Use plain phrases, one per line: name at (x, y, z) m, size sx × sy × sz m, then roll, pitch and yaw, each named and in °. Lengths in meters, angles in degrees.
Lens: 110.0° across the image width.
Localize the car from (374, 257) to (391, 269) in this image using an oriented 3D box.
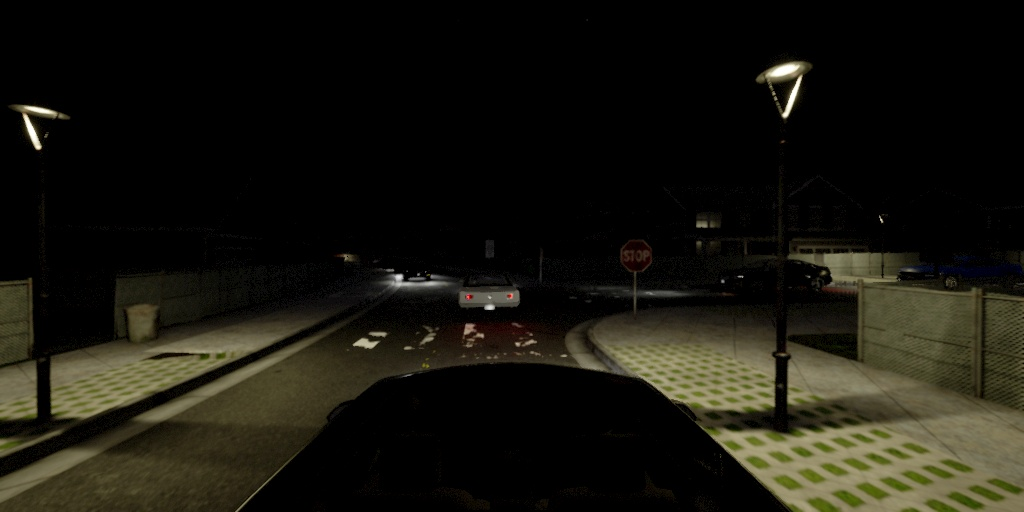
car at (-15.689, 0.908, 45.813) m, size 2.033 × 1.411 × 5.357 m, roll -1°, pitch 1°, yaw -31°

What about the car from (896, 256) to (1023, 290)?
car at (21.865, 0.763, 17.633) m, size 5.008 × 1.535 × 1.882 m, roll -1°, pitch 1°, yaw -4°

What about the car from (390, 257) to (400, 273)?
car at (-10.903, 1.032, 36.688) m, size 1.895 × 1.301 × 4.718 m, roll 0°, pitch 1°, yaw -25°

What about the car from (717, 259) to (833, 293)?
car at (12.390, 0.900, 17.056) m, size 4.902 × 1.511 × 2.128 m, roll -1°, pitch 1°, yaw -3°

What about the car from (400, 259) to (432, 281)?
car at (-7.291, 1.017, 27.315) m, size 1.837 × 1.490 × 4.892 m, roll 0°, pitch 1°, yaw -19°

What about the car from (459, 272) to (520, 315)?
car at (-0.961, 1.244, 13.099) m, size 1.895 × 1.301 × 4.718 m, roll 0°, pitch 1°, yaw -7°

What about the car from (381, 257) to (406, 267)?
car at (-18.210, 0.834, 54.901) m, size 2.033 × 1.411 × 5.357 m, roll -1°, pitch 1°, yaw -37°
